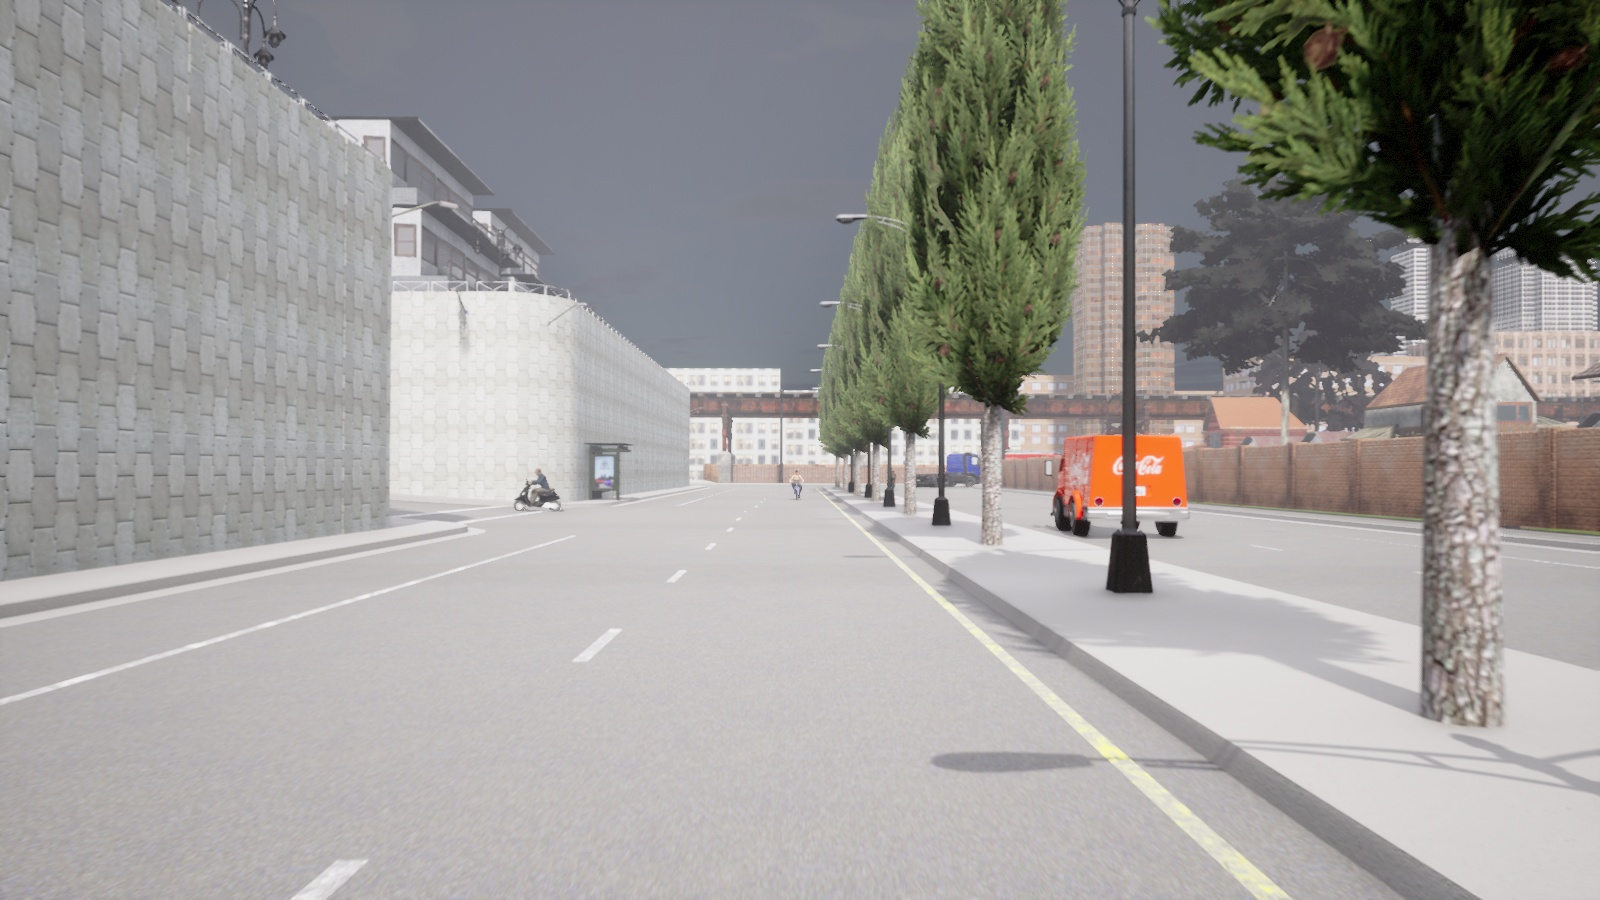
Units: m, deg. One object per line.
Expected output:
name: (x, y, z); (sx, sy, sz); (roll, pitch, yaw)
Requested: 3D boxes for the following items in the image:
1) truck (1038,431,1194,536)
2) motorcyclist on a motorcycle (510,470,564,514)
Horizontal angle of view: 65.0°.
truck: (7.920, 0.834, 32.119); (2.627, 2.467, 5.204); (0, -1, 0)
motorcyclist on a motorcycle: (-9.634, 1.547, 45.988); (1.817, 1.590, 0.866); (1, -3, -24)
